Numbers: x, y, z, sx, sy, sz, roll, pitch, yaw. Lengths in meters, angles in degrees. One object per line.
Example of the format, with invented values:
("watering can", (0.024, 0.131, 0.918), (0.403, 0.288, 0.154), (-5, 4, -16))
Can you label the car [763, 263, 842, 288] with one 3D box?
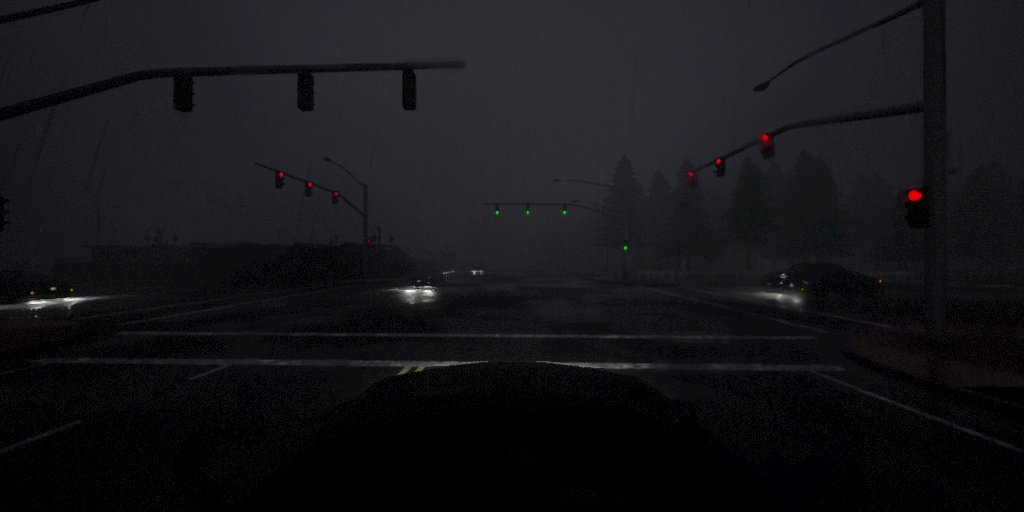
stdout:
("car", (18.559, 1.220, 22.609), (4.553, 1.767, 2.097), (0, 0, 3))

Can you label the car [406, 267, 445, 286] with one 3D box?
("car", (-6.325, 1.515, 26.513), (1.994, 1.385, 4.181), (0, 0, 2))

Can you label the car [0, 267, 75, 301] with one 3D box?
("car", (-24.221, 1.402, 17.478), (4.181, 1.385, 1.994), (0, 0, 3))

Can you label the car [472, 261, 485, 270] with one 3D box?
("car", (-5.542, 1.621, 59.554), (2.128, 1.511, 4.902), (0, 1, 1))

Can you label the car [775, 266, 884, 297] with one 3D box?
("car", (17.040, 1.411, 19.179), (4.181, 1.385, 1.994), (0, 0, 3))
